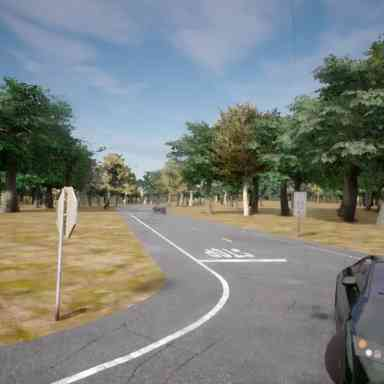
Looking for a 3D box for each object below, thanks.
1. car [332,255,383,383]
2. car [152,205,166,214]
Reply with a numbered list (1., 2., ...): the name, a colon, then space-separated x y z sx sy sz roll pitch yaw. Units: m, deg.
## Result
1. car: 3.089 1.642 4.595 1.994 1.385 4.181 1 -1 22
2. car: -5.602 2.963 56.870 1.882 1.535 5.008 3 -2 -14
